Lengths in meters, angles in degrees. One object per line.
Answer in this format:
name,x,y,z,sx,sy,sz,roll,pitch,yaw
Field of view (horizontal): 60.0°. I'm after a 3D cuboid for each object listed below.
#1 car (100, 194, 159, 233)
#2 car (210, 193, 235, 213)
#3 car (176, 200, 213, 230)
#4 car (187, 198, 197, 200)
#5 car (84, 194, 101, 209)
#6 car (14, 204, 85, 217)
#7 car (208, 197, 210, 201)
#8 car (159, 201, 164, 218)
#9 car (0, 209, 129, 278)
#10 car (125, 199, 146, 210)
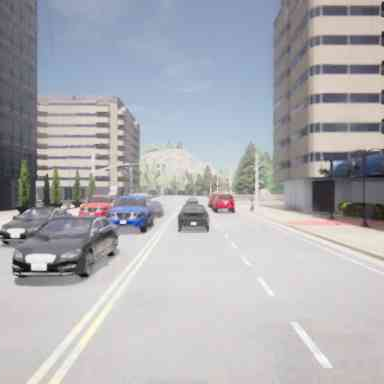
car,-3.564,1.221,20.112,2.150,2.045,5.566,0,0,0
car,3.492,1.220,36.956,2.150,2.045,5.566,0,0,0
car,0.095,1.504,20.949,1.837,1.490,4.892,0,0,0
car,0.045,1.524,44.213,1.812,1.442,4.674,0,0,0
car,-7.078,1.221,26.426,2.150,2.045,5.566,0,0,1
car,-7.084,1.491,15.792,2.128,1.511,4.902,0,0,0
car,3.490,1.220,47.211,2.150,2.045,5.566,0,0,0
car,-3.559,1.525,30.216,1.812,1.442,4.674,0,0,0
car,-3.578,1.491,10.246,2.128,1.511,4.902,0,0,0
car,-7.009,1.513,41.730,1.895,1.301,4.718,0,0,0
